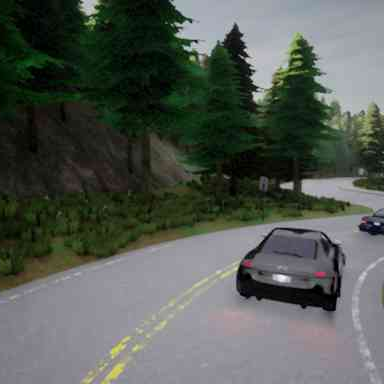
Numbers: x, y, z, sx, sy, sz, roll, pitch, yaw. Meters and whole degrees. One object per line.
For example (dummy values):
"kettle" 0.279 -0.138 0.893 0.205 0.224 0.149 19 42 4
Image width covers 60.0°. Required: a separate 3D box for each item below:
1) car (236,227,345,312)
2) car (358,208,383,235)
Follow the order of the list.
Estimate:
"car" 2.524 1.553 7.974 1.994 1.385 4.181 2 2 25
"car" 10.229 1.395 15.957 5.357 1.411 2.033 -1 5 -33
